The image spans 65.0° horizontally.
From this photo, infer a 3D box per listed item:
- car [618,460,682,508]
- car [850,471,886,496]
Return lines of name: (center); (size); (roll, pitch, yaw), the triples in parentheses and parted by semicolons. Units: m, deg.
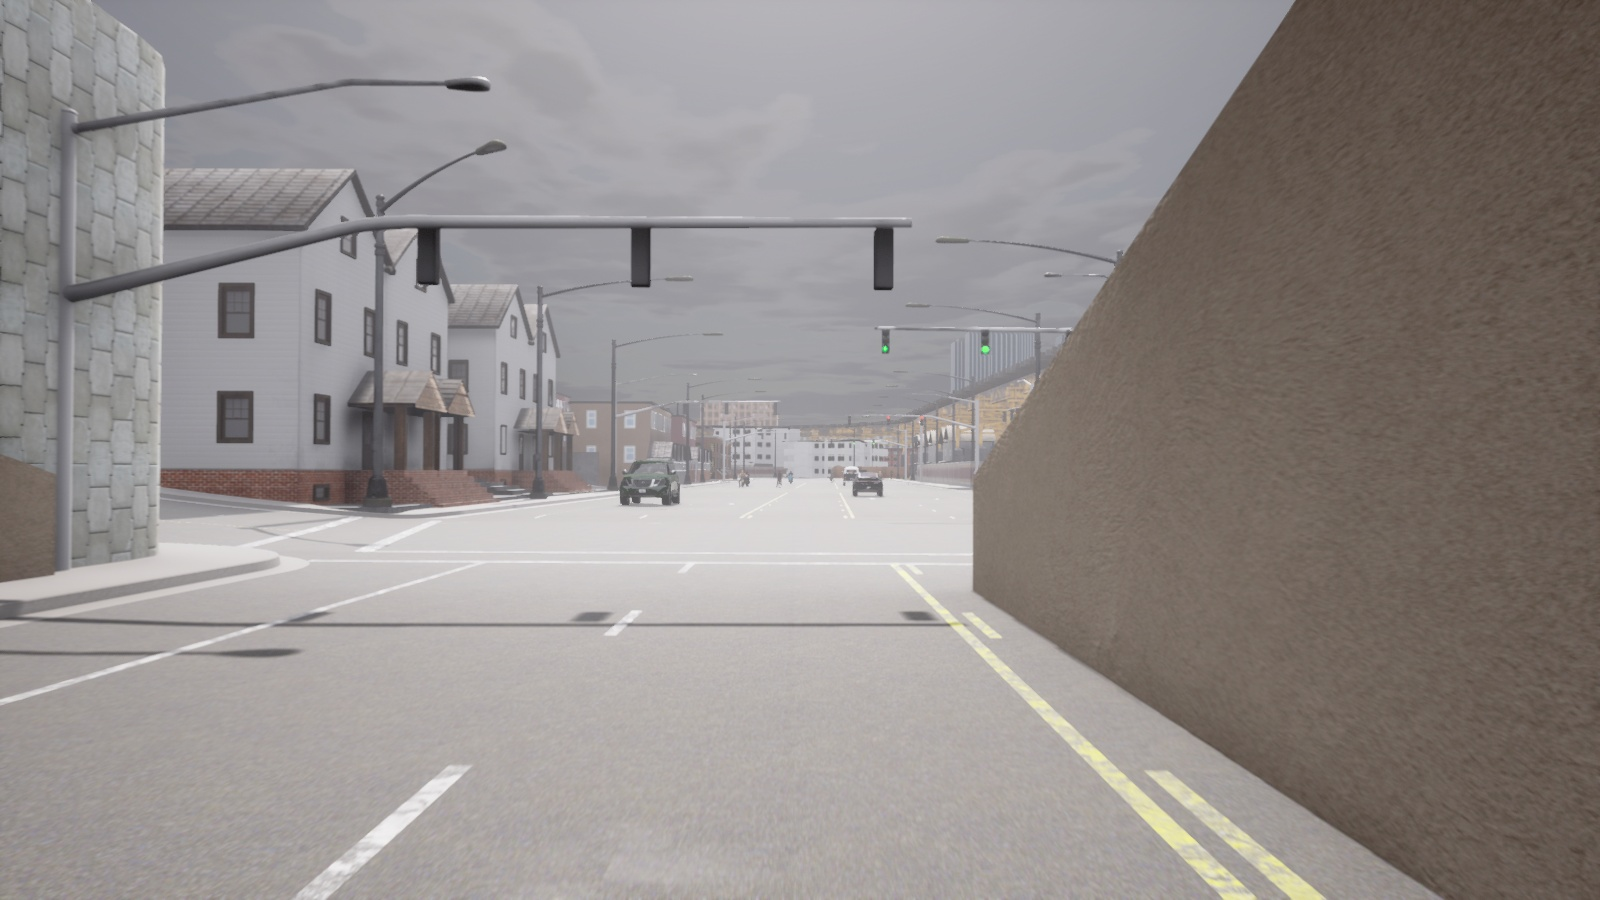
car: (-6.747, 1.515, 57.109); (2.150, 2.045, 5.566); (0, -1, 1)
car: (4.269, 2.087, 79.639); (2.128, 1.511, 4.902); (0, -1, 1)
